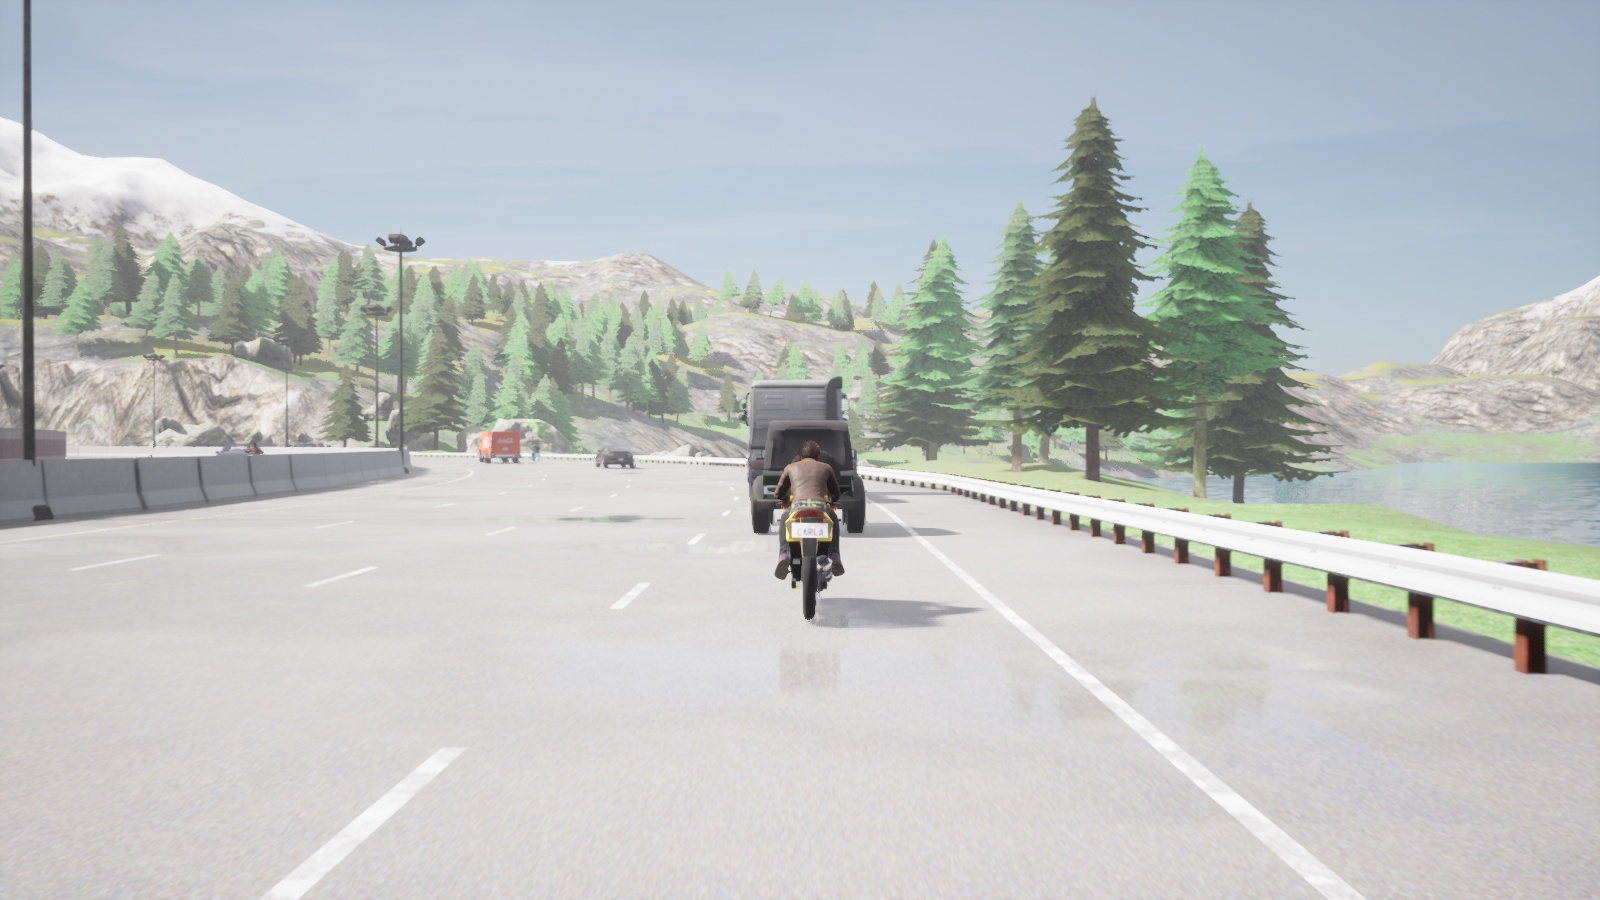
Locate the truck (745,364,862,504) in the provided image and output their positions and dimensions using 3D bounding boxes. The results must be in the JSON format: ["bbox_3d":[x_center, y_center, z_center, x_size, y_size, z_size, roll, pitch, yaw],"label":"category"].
[{"bbox_3d":[-0.060,-0.409,35.023,2.891,3.462,7.936,0,0,-2],"label":"truck"}]

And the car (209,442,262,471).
[{"bbox_3d":[-30.784,0.337,68.594,2.128,1.511,4.902,0,0,-18],"label":"car"}]

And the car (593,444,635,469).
[{"bbox_3d":[-11.421,0.381,76.960,1.812,1.442,4.674,0,0,-18],"label":"car"}]

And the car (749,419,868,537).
[{"bbox_3d":[0.142,0.433,21.982,1.905,1.878,3.866,0,0,0],"label":"car"}]

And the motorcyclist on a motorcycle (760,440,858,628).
[{"bbox_3d":[0.080,0.673,11.194,0.797,1.523,2.044,0,0,0],"label":"motorcyclist on a motorcycle"}]
